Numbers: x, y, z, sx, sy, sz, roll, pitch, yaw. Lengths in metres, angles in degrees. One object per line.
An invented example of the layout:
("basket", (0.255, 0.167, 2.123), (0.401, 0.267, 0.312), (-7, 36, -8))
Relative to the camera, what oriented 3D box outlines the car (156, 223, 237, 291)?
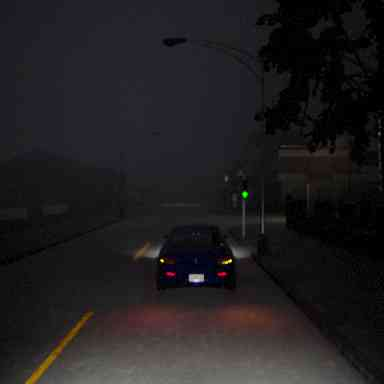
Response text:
("car", (0.101, 1.576, 9.015), (1.812, 1.442, 4.674), (0, 0, 0))
